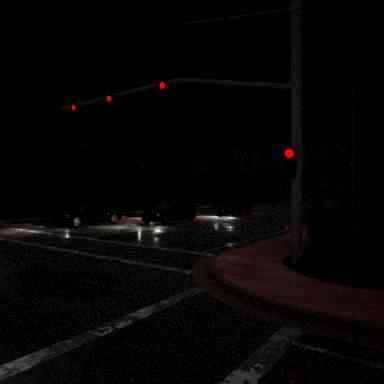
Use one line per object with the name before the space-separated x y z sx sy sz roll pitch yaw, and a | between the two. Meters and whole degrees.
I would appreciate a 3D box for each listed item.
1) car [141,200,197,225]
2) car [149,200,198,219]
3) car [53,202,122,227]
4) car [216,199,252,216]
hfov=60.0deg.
car | -1.616 1.483 24.759 1.882 1.535 5.008 0 0 36
car | -1.608 1.511 30.784 1.837 1.490 4.892 0 0 36
car | -7.129 1.484 23.062 1.882 1.535 5.008 0 0 36
car | 4.234 1.510 32.906 1.837 1.490 4.892 0 0 36
